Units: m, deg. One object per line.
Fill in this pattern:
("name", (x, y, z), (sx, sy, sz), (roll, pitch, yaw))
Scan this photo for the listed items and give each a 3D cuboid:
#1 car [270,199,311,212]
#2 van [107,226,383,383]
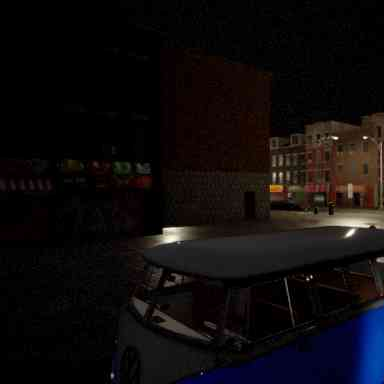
("car", (10.934, 1.546, 38.351), (2.033, 1.411, 5.357), (0, 0, -35))
("van", (1.124, 1.341, 3.624), (3.998, 1.788, 1.690), (0, 0, -36))
